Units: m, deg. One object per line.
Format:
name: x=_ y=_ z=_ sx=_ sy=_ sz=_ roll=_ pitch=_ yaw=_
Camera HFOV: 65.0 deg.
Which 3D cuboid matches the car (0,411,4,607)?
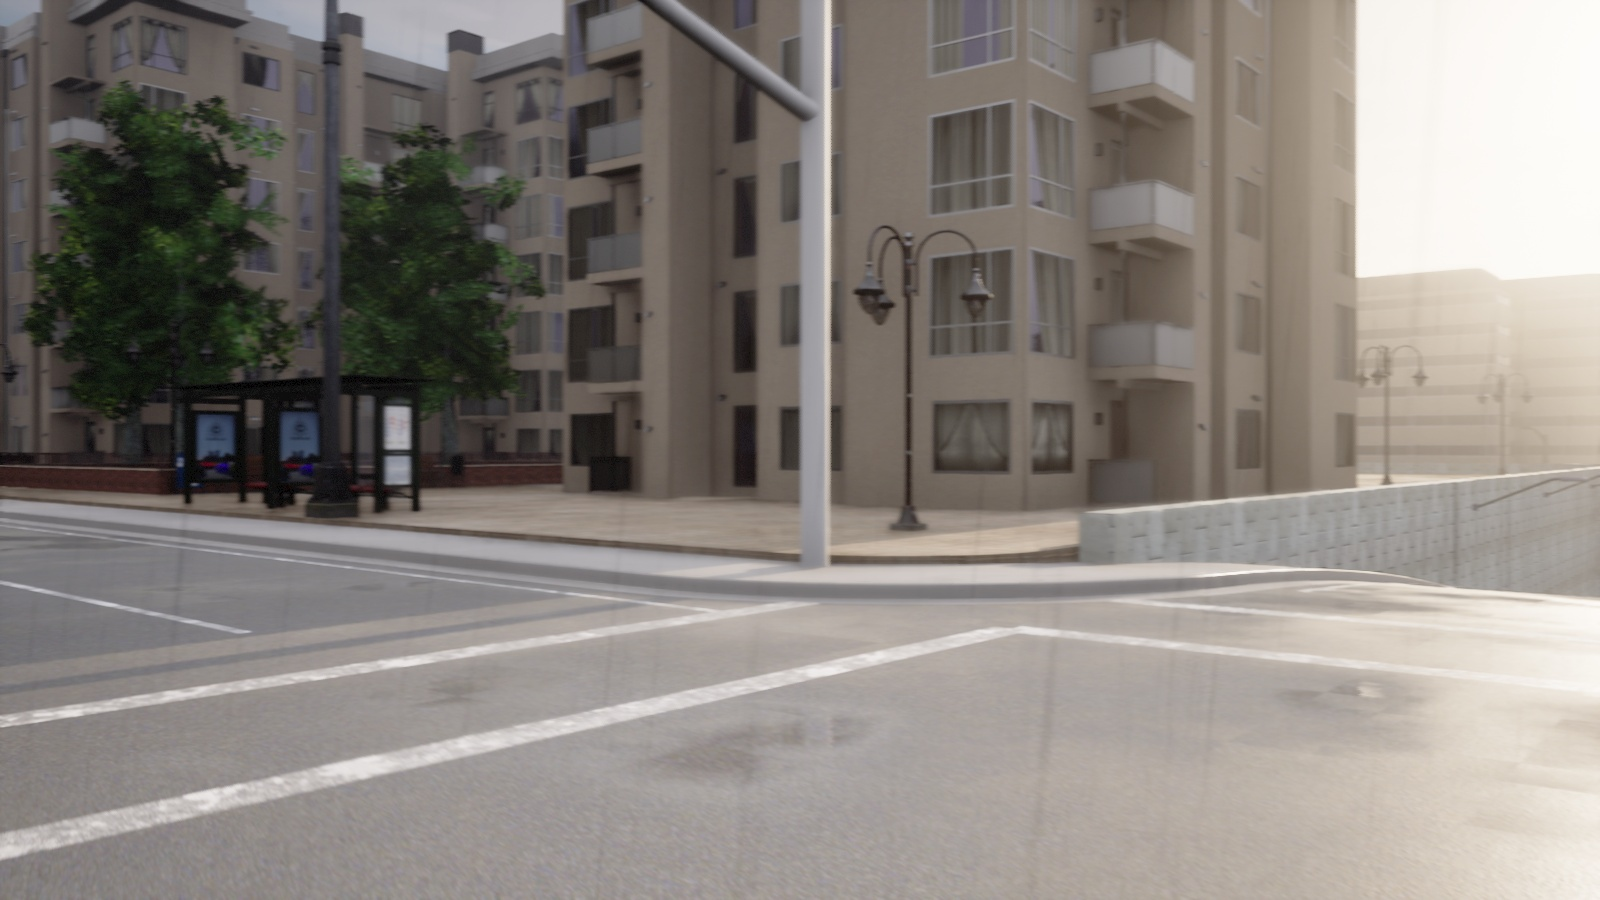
car: x=-9.947 y=0.554 z=12.749 sx=4.605 sy=1.855 sz=1.932 roll=0 pitch=0 yaw=41
